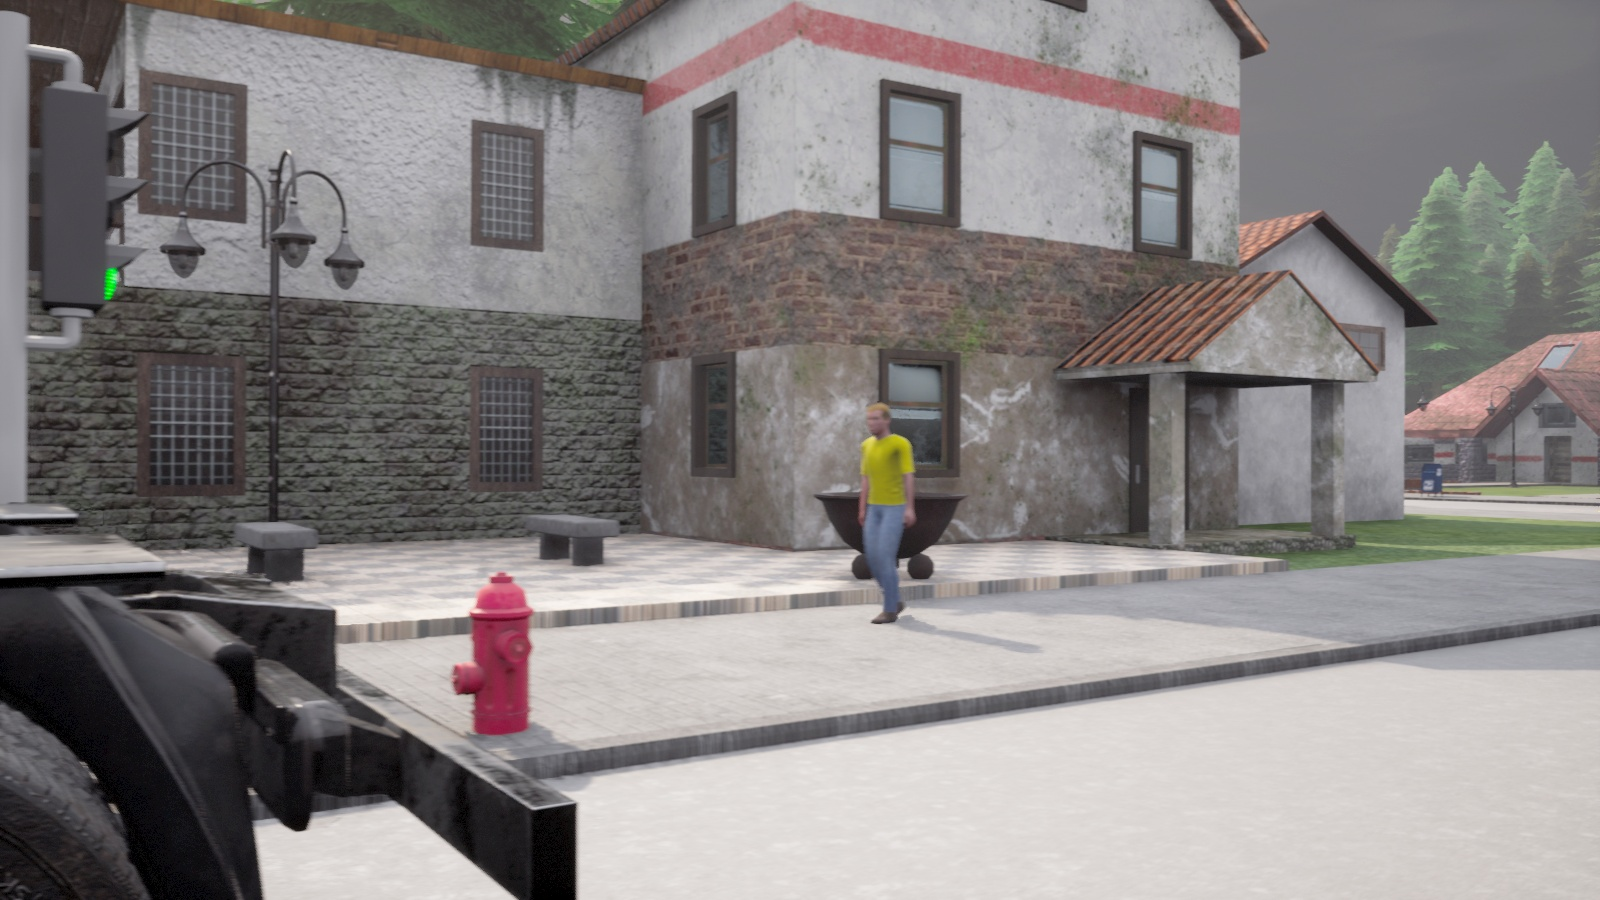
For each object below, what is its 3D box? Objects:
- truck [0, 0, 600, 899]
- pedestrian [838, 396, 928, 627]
[{"bbox_3d":[-4.465,-0.231,1.265,7.936,3.462,2.891,0,0,-34],"label":"truck"},{"bbox_3d":[0.686,0.488,10.331,0.706,1.836,0.354,0,0,-44],"label":"pedestrian"}]
